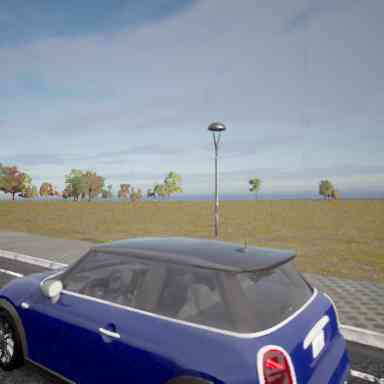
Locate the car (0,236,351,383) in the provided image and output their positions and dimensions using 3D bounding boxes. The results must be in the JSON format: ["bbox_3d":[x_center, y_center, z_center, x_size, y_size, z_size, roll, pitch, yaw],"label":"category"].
[{"bbox_3d":[-0.612,1.354,4.163,4.553,1.767,2.097,0,0,36],"label":"car"}]
